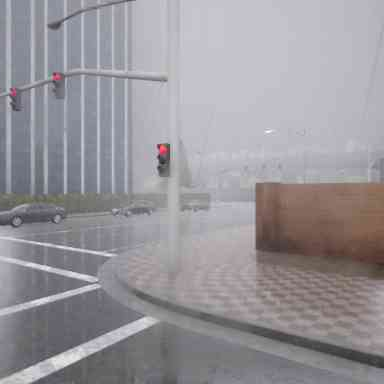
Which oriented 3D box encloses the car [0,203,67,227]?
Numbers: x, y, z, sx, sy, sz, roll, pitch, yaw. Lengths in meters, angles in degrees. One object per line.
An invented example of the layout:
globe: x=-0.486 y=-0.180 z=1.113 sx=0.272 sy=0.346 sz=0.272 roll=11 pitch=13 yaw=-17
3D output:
car: x=-11.074 y=1.520 z=22.974 sx=1.837 sy=1.490 sz=4.892 roll=0 pitch=0 yaw=35

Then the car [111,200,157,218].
car: x=-5.368 y=1.507 z=31.005 sx=2.128 sy=1.511 sz=4.902 roll=0 pitch=0 yaw=35

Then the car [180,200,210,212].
car: x=0.406 y=1.579 z=39.111 sx=1.994 sy=1.385 sz=4.181 roll=0 pitch=0 yaw=35
